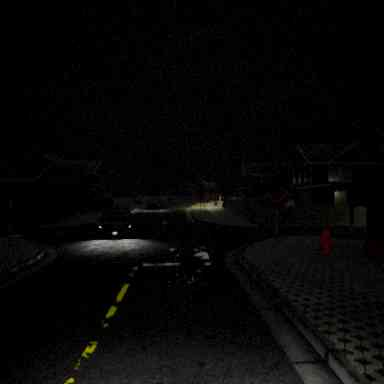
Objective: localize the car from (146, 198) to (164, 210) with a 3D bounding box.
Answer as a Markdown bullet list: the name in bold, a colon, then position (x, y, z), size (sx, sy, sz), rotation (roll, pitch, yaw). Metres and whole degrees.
- **car**: position (-4.756, 1.526, 43.565), size (1.882, 1.535, 5.008), rotation (0, 0, 1)

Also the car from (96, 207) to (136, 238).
- **car**: position (-4.104, 1.545, 18.180), size (2.033, 1.411, 5.357), rotation (0, 0, -11)
